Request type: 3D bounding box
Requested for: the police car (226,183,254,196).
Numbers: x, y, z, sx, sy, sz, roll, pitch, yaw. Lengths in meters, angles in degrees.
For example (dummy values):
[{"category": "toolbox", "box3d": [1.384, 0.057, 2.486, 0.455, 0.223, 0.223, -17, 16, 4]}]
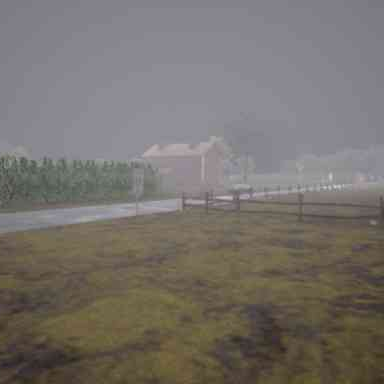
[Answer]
[{"category": "police car", "box3d": [6.222, -0.417, 43.059, 1.930, 1.638, 5.238, 3, 4, 36]}]
